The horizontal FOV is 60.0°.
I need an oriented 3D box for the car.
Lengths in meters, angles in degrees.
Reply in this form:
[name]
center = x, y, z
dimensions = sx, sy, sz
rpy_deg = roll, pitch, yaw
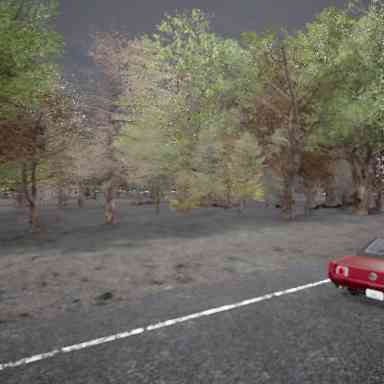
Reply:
[car]
center = 5.202, 1.620, 7.456
dimensions = 4.718, 1.301, 1.895
rpy_deg = 0, 0, -35
